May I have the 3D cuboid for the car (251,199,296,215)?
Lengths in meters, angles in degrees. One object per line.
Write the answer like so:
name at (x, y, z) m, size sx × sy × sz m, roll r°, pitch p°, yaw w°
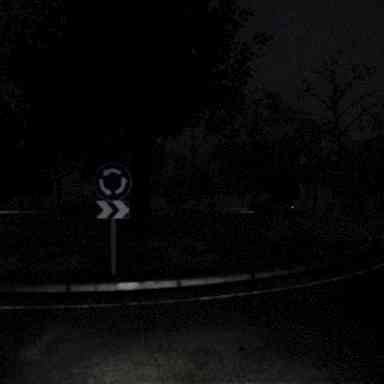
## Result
car at (7.648, 1.340, 31.321) m, size 1.994 × 1.385 × 4.181 m, roll 0°, pitch 1°, yaw -42°

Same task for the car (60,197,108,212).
car at (-10.928, 1.265, 34.153) m, size 4.902 × 1.511 × 2.128 m, roll 0°, pitch 0°, yaw -25°
